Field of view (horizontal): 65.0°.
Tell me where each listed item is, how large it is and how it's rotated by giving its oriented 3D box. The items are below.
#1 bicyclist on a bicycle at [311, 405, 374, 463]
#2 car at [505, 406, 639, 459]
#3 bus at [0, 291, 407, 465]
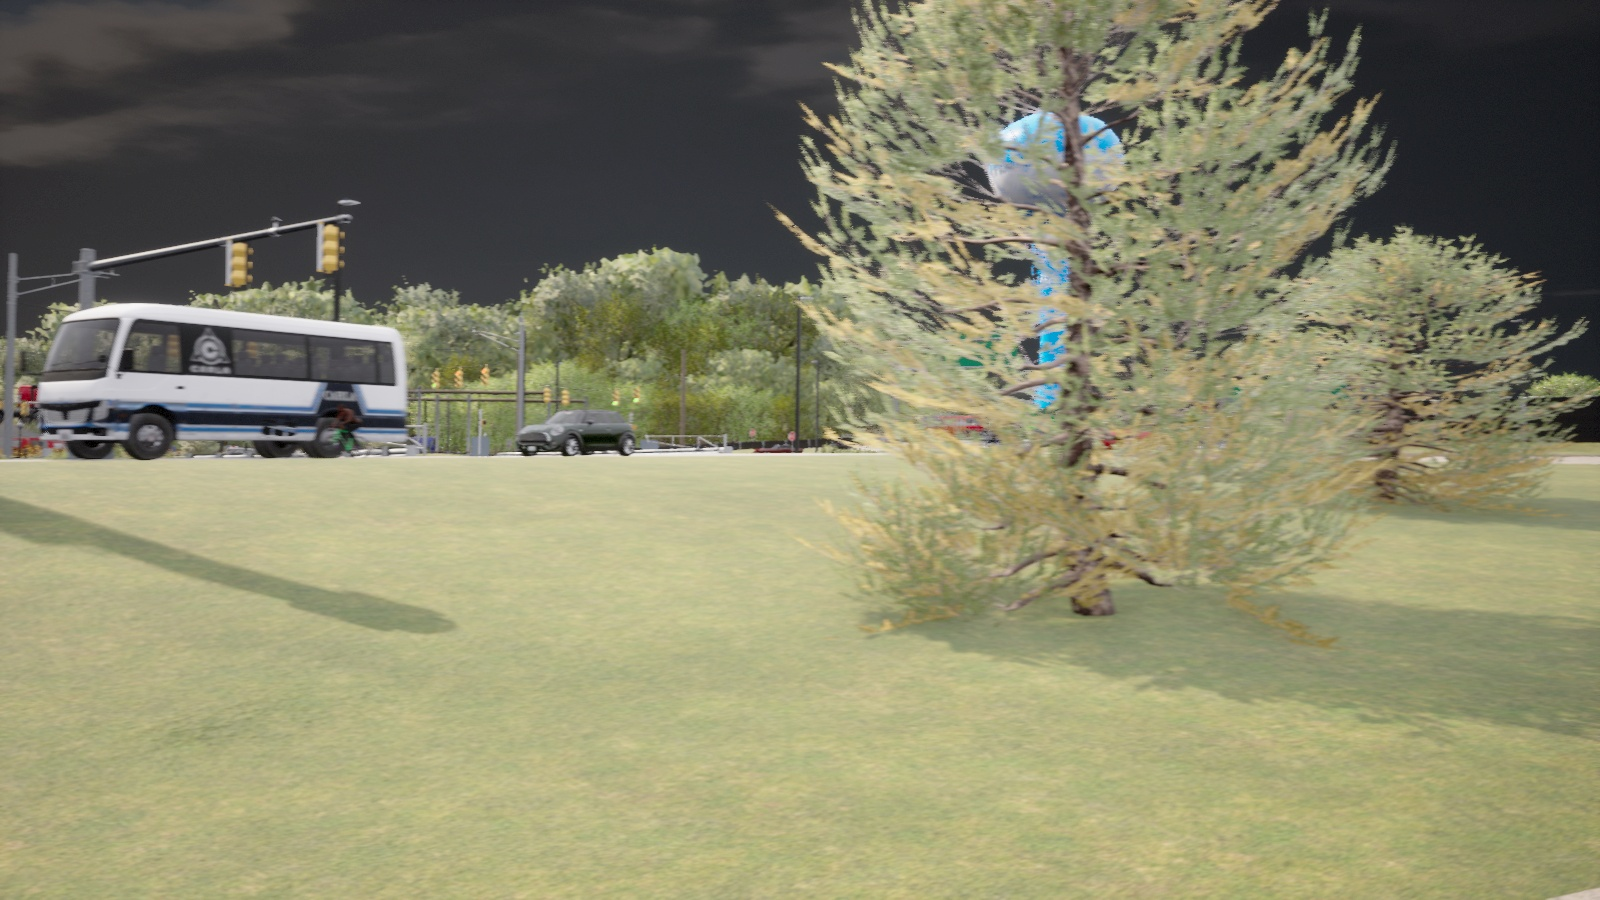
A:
[{"bbox_3d":[-12.936,-0.451,35.552,0.582,1.620,1.656,0,0,31],"label":"bicyclist on a bicycle"},{"bbox_3d":[-7.894,-0.599,43.891,2.097,1.767,4.553,0,0,31],"label":"car"},{"bbox_3d":[-16.707,-1.774,36.081,3.944,4.253,10.273,0,0,31],"label":"bus"}]
